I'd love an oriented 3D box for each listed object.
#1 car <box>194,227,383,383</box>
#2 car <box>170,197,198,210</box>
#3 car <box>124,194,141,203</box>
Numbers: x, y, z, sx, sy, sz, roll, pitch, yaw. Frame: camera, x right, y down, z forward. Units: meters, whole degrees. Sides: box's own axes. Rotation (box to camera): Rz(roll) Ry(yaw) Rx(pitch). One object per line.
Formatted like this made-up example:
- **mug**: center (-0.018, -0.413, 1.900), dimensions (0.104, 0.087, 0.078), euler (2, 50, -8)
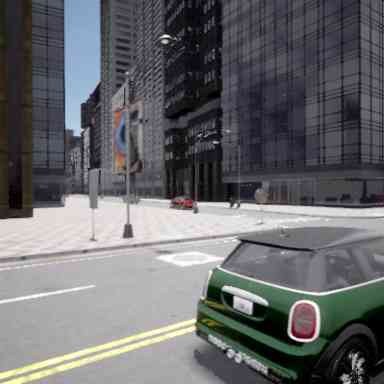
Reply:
- **car**: center (2.320, 1.318, 5.090), dimensions (4.553, 1.767, 2.097), euler (-1, 0, -35)
- **car**: center (-0.963, 1.305, 39.502), dimensions (1.882, 1.535, 5.008), euler (0, 1, -26)
- **car**: center (-10.828, 1.136, 60.023), dimensions (2.097, 1.767, 4.553), euler (0, 0, -25)
